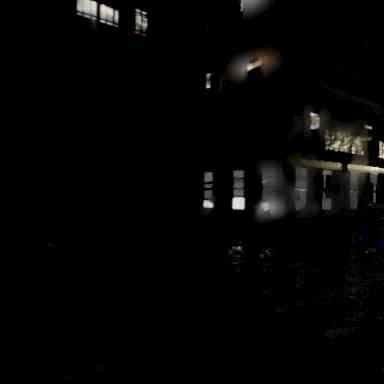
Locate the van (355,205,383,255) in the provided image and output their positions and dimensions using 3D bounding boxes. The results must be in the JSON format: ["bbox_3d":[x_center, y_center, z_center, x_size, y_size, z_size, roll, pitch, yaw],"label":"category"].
[{"bbox_3d":[7.472,1.329,11.867,3.998,1.788,1.690,0,1,-35],"label":"van"}]

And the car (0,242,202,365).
[{"bbox_3d":[-1.806,1.565,5.255,4.313,1.339,1.947,0,1,-35],"label":"car"}]
